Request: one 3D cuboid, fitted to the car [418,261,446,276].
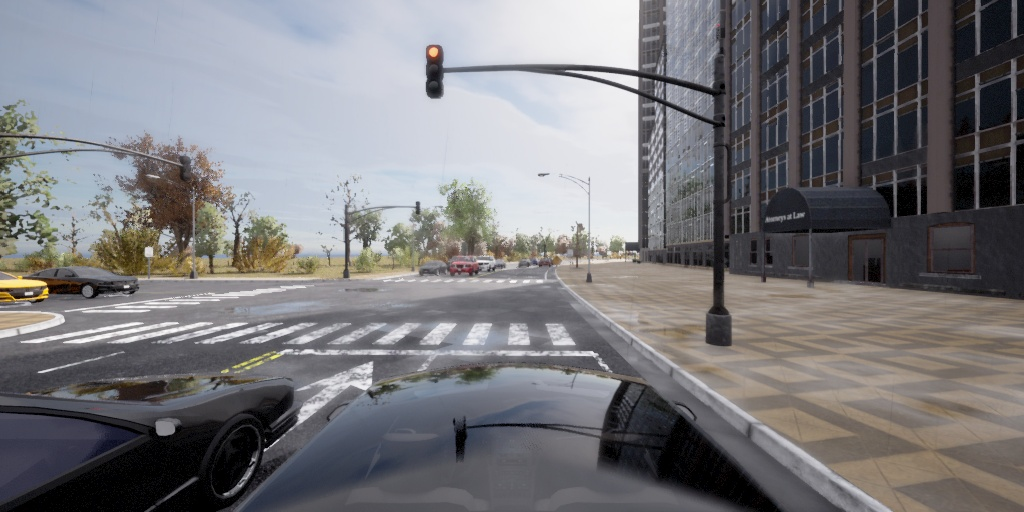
[{"bbox_3d":[-8.006,1.252,36.701,1.837,1.490,4.892,0,0,6],"label":"car"}]

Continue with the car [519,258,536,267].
[{"bbox_3d":[2.388,1.244,63.453,2.128,1.511,4.902,0,0,10],"label":"car"}]

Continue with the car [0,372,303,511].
[{"bbox_3d":[-3.127,1.298,1.264,2.033,1.411,5.357,0,0,1],"label":"car"}]

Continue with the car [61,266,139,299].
[{"bbox_3d":[-21.836,1.275,18.162,5.008,1.535,1.882,0,0,4],"label":"car"}]

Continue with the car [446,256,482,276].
[{"bbox_3d":[-4.779,0.969,36.743,2.150,2.045,5.566,0,0,3],"label":"car"}]

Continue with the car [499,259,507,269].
[{"bbox_3d":[-2.133,1.277,57.140,1.812,1.442,4.674,0,0,9],"label":"car"}]

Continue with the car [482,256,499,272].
[{"bbox_3d":[-3.577,0.970,47.046,2.150,2.045,5.566,0,0,8],"label":"car"}]

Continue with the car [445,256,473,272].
[{"bbox_3d":[-6.873,0.968,46.886,2.150,2.045,5.566,0,0,7],"label":"car"}]

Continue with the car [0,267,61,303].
[{"bbox_3d":[-22.477,1.288,14.941,5.008,1.535,1.882,0,0,3],"label":"car"}]

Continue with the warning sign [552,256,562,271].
[{"bbox_3d":[5.511,0.868,43.966,1.300,1.860,1.060,0,0,7],"label":"warning sign"}]
